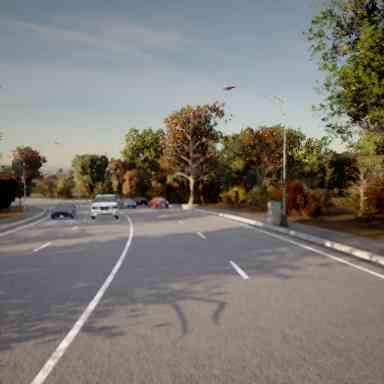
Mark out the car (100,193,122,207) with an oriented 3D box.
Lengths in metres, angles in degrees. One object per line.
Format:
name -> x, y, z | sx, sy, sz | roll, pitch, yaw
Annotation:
car -> -13.121, 1.225, 53.609 | 2.150, 2.045, 5.566 | -2, 1, -29

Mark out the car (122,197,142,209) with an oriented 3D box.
car -> -8.694, 1.508, 43.894 | 2.033, 1.411, 5.357 | -2, 0, -24

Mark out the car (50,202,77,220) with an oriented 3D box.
car -> -11.369, 1.635, 29.836 | 2.033, 1.411, 5.357 | -1, 0, -15

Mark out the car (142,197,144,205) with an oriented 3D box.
car -> -8.261, 1.481, 51.652 | 1.895, 1.301, 4.718 | -2, 1, -26

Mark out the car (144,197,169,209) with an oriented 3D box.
car -> -4.275, 1.392, 42.135 | 1.812, 1.442, 4.674 | -2, 0, -21

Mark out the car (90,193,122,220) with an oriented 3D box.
car -> -7.467, 1.236, 28.651 | 2.150, 2.045, 5.566 | -1, 0, -14
